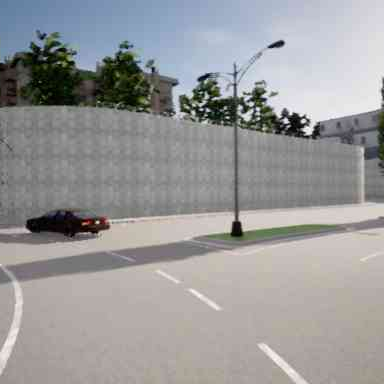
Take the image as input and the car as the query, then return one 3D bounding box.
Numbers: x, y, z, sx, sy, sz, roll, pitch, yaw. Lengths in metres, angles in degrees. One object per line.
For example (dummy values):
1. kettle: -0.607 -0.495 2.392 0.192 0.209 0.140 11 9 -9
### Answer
1. car: -6.872 1.606 18.167 5.357 1.411 2.033 -1 0 33
